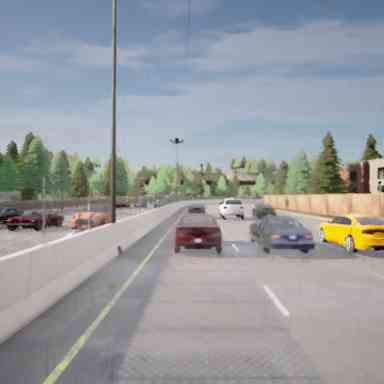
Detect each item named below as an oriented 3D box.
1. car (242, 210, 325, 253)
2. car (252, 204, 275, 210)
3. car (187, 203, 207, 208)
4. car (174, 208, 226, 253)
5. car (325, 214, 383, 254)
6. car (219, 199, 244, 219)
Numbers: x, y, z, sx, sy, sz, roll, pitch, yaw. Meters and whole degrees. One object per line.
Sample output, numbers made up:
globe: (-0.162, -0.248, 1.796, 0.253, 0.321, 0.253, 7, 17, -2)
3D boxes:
car: (3.771, 1.763, 14.828, 2.033, 1.411, 5.357, 0, -1, 1)
car: (7.545, 2.008, 35.234, 1.837, 1.490, 4.892, 0, -1, 1)
car: (0.547, 1.983, 35.439, 1.837, 1.490, 4.892, 0, -1, 1)
car: (0.268, 1.679, 14.824, 1.882, 1.535, 5.008, 0, -1, 1)
car: (7.267, 1.705, 14.727, 1.882, 1.535, 5.008, 0, -1, 1)
car: (4.035, 1.700, 34.395, 2.150, 2.045, 5.566, 0, -1, 1)
